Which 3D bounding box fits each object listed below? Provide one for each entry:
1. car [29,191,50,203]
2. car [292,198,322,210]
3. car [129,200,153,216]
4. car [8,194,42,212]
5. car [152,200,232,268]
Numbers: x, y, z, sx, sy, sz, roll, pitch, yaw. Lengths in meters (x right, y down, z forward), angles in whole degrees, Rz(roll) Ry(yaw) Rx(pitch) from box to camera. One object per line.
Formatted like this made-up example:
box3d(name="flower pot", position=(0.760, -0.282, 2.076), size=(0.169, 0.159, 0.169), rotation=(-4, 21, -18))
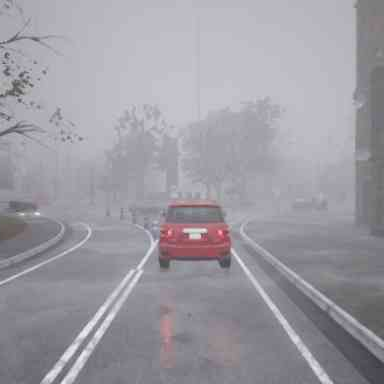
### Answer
box3d(name="car", position=(-26.560, 0.885, 56.760), size=(2.150, 2.045, 5.566), rotation=(0, 1, 7))
box3d(name="car", position=(14.301, 1.417, 40.778), size=(4.674, 1.442, 1.812), rotation=(-1, 1, -34))
box3d(name="car", position=(-3.632, 1.503, 32.458), size=(4.902, 1.511, 2.128), rotation=(0, 1, 1))
box3d(name="car", position=(-19.643, 1.402, 38.564), size=(5.008, 1.535, 1.882), rotation=(2, 2, 44))
box3d(name="car", position=(0.094, 1.316, 11.704), size=(2.150, 2.045, 5.566), rotation=(0, 0, 0))
